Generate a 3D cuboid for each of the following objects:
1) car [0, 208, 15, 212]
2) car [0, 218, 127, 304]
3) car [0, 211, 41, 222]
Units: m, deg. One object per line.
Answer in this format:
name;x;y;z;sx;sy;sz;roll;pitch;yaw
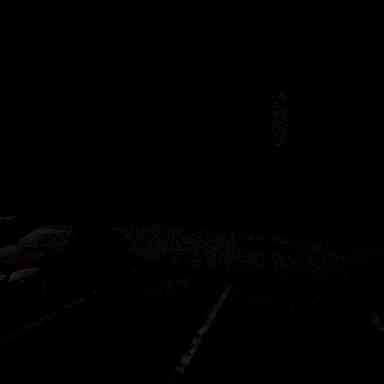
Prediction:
car;-8.147;1.372;11.962;2.185;1.767;4.553;0;-1;16
car;-3.279;1.531;8.434;2.002;1.452;4.674;1;-1;16
car;-5.728;1.523;10.152;2.163;1.488;4.792;0;-1;16
